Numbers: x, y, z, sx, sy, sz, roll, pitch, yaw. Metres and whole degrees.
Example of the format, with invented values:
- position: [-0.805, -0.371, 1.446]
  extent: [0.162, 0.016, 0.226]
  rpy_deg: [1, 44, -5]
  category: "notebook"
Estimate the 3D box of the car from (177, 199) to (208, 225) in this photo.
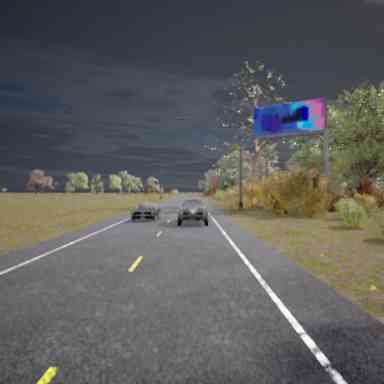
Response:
- position: [0.073, 1.328, 24.134]
  extent: [2.097, 1.767, 4.553]
  rpy_deg: [0, 0, 0]
  category: "car"

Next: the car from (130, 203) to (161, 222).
- position: [-3.557, 1.576, 26.228]
  extent: [1.895, 1.301, 4.718]
  rpy_deg: [0, 0, 1]
  category: "car"

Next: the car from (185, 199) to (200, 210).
- position: [0.095, 1.559, 43.160]
  extent: [1.895, 1.301, 4.718]
  rpy_deg: [0, 0, 0]
  category: "car"
